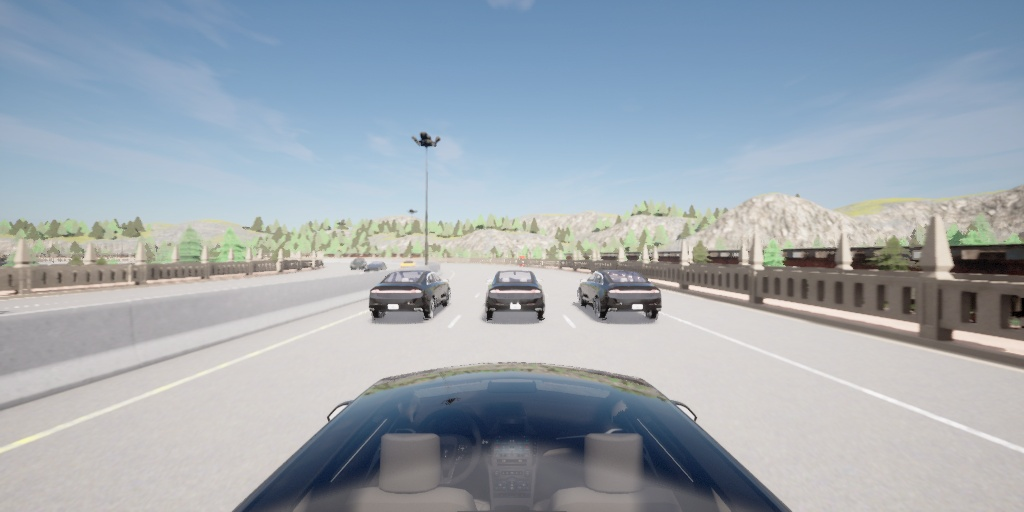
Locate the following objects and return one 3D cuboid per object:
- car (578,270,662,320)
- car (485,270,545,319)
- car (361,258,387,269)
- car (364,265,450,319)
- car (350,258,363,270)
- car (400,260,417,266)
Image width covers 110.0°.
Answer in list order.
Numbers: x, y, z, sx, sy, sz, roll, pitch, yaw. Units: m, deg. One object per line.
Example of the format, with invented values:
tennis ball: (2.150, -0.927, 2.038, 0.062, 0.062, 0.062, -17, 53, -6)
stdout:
car: (3.593, 1.242, 12.690, 2.128, 1.511, 4.902, 0, 0, 0)
car: (0.097, 1.242, 12.694, 2.128, 1.511, 4.902, 0, 0, 0)
car: (-15.956, 1.298, 42.495, 2.033, 1.411, 5.357, 0, 0, -11)
car: (-3.406, 1.242, 12.702, 2.128, 1.511, 4.902, 0, 0, 0)
car: (-21.972, 1.103, 51.574, 2.097, 1.767, 4.553, 0, 0, -18)
car: (-13.085, 1.228, 45.550, 1.882, 1.535, 5.008, 0, 0, -13)
